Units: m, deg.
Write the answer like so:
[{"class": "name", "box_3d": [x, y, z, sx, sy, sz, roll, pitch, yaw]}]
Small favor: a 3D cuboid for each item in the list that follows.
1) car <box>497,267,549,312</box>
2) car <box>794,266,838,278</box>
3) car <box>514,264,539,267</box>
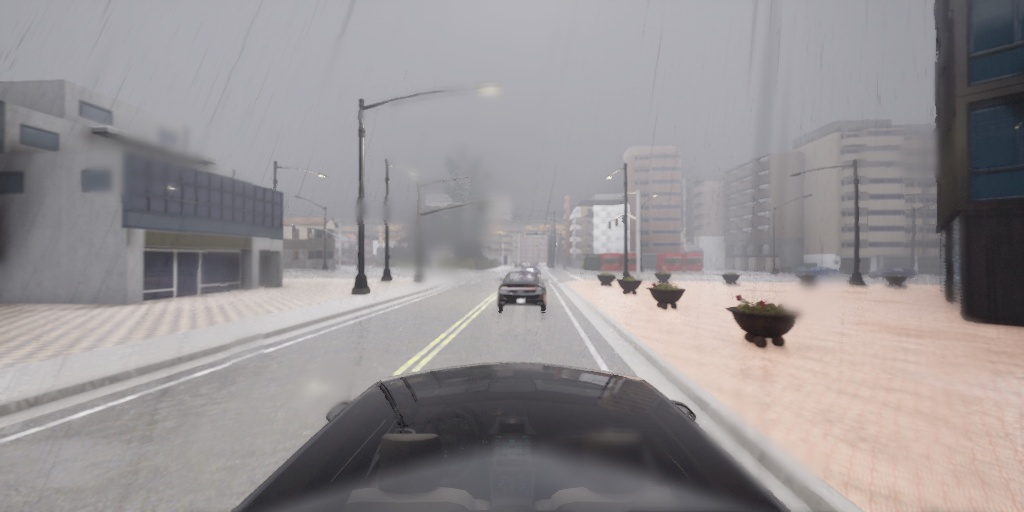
[{"class": "car", "box_3d": [0.483, 1.372, 14.889, 2.128, 1.511, 4.902, 0, 0, 4]}, {"class": "car", "box_3d": [41.514, 2.151, 48.998, 5.008, 1.535, 1.882, 1, -1, 4]}, {"class": "car", "box_3d": [1.390, 1.564, 28.891, 2.033, 1.411, 5.357, 0, -1, 4]}]
